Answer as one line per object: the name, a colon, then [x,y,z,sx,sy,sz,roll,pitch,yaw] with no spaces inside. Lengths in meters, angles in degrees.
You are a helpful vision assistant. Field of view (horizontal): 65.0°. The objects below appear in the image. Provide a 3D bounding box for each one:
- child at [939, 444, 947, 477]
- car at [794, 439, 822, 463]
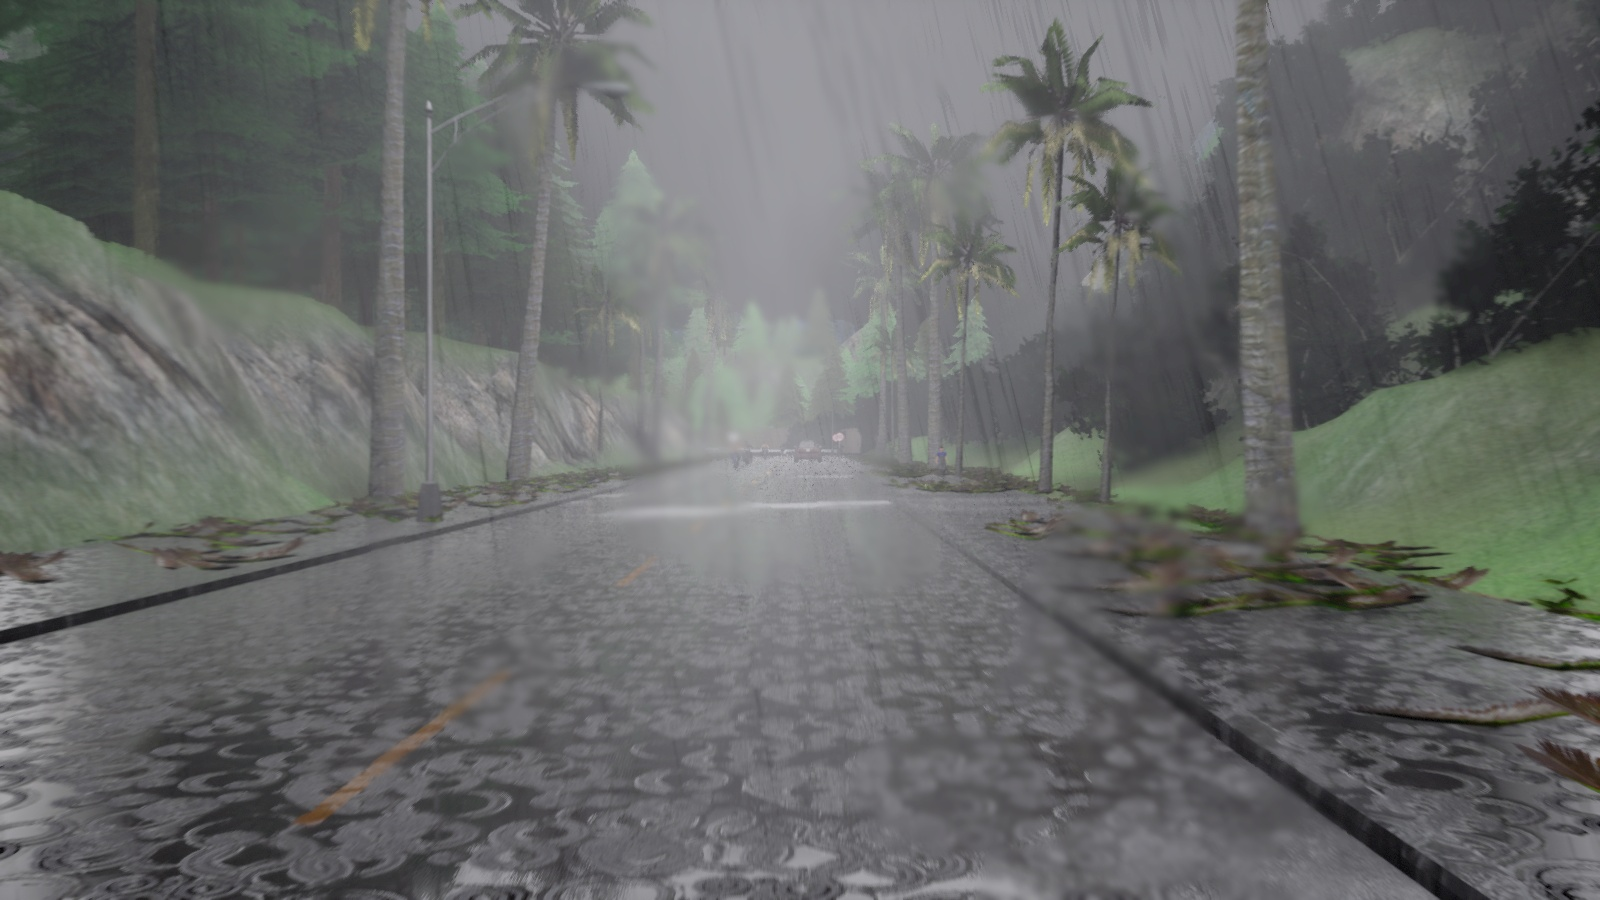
child: [5.387,0.388,47.324,0.270,1.263,0.437,0,0,1]
car: [0.621,0.062,97.664,2.097,1.767,4.553,0,0,0]
